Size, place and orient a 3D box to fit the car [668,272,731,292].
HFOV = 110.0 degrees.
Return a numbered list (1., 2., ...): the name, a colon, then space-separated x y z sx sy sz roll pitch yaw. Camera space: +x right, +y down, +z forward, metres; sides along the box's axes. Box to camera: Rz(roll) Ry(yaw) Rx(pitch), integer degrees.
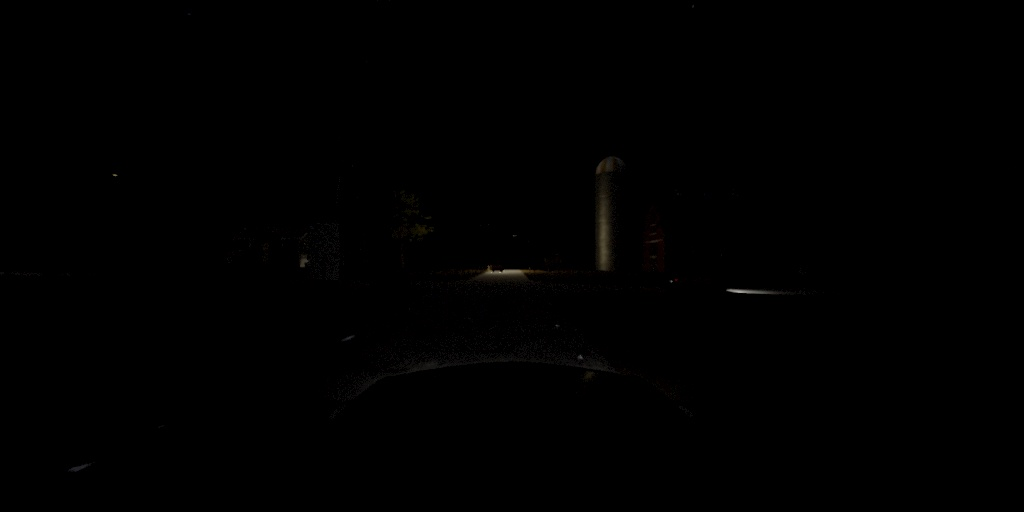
1. car: 13.926 1.906 26.828 4.181 1.385 1.994 1 -1 0
